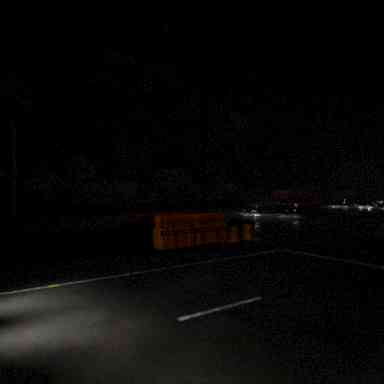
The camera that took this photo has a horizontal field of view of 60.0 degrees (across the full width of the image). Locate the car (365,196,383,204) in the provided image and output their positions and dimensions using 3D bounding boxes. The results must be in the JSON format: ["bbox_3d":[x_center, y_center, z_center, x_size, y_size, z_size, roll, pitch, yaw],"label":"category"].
[{"bbox_3d":[31.697,1.360,56.672,4.718,1.301,1.895,0,0,-35],"label":"car"}]

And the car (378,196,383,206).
[{"bbox_3d":[27.939,1.310,45.441,4.892,1.490,1.837,0,0,-35],"label":"car"}]

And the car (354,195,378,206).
[{"bbox_3d":[26.513,1.347,48.720,5.357,1.411,2.033,0,0,-36],"label":"car"}]

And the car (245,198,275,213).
[{"bbox_3d":[7.696,1.431,35.293,4.674,1.442,1.812,0,0,-36],"label":"car"}]

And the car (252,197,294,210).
[{"bbox_3d":[10.116,1.428,41.324,5.357,1.411,2.033,0,0,-36],"label":"car"}]

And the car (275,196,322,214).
[{"bbox_3d":[10.944,1.251,33.314,4.553,1.767,2.097,0,0,-36],"label":"car"}]

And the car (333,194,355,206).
[{"bbox_3d":[23.718,1.155,51.024,4.553,1.767,2.097,0,0,-35],"label":"car"}]
